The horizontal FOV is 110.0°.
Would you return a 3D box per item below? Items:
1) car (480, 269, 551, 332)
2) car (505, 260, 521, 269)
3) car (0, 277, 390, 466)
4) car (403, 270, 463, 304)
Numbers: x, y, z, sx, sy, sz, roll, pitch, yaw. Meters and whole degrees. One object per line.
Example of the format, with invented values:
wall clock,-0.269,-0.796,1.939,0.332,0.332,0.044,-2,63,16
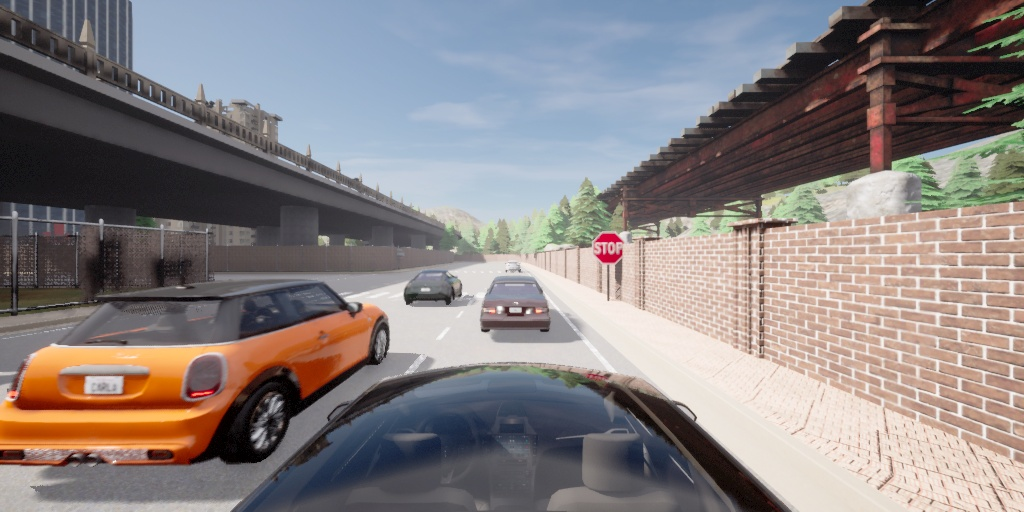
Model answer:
car,0.081,1.297,10.801,2.033,1.411,5.357,0,0,0
car,0.112,1.276,44.982,1.812,1.442,4.674,0,0,-1
car,-3.409,1.101,5.117,2.097,1.767,4.553,0,0,0
car,-3.437,1.313,16.219,1.994,1.385,4.181,0,0,0
